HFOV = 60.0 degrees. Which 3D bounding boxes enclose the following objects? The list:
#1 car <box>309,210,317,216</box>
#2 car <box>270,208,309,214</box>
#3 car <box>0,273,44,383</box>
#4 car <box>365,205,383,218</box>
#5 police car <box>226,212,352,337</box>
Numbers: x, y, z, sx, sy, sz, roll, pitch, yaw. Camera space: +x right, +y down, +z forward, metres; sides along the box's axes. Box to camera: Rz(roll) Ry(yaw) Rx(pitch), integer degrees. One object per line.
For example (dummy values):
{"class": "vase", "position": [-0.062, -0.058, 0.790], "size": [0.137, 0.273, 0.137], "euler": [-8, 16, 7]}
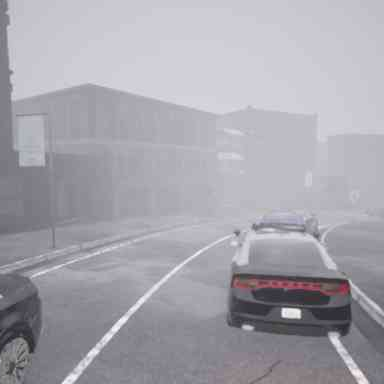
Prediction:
{"class": "car", "position": [6.827, 1.748, 21.241], "size": [1.812, 1.442, 4.674], "euler": [2, 0, 28]}
{"class": "car", "position": [4.420, 1.626, 16.094], "size": [1.882, 1.535, 5.008], "euler": [1, 0, 22]}
{"class": "car", "position": [-2.973, 1.504, 2.305], "size": [2.128, 1.511, 4.902], "euler": [0, 0, 5]}
{"class": "car", "position": [22.859, 2.327, 39.621], "size": [5.357, 1.411, 2.033], "euler": [2, 2, -32]}
{"class": "police car", "position": [1.824, 1.481, 7.104], "size": [1.930, 1.638, 5.238], "euler": [1, 0, 10]}
